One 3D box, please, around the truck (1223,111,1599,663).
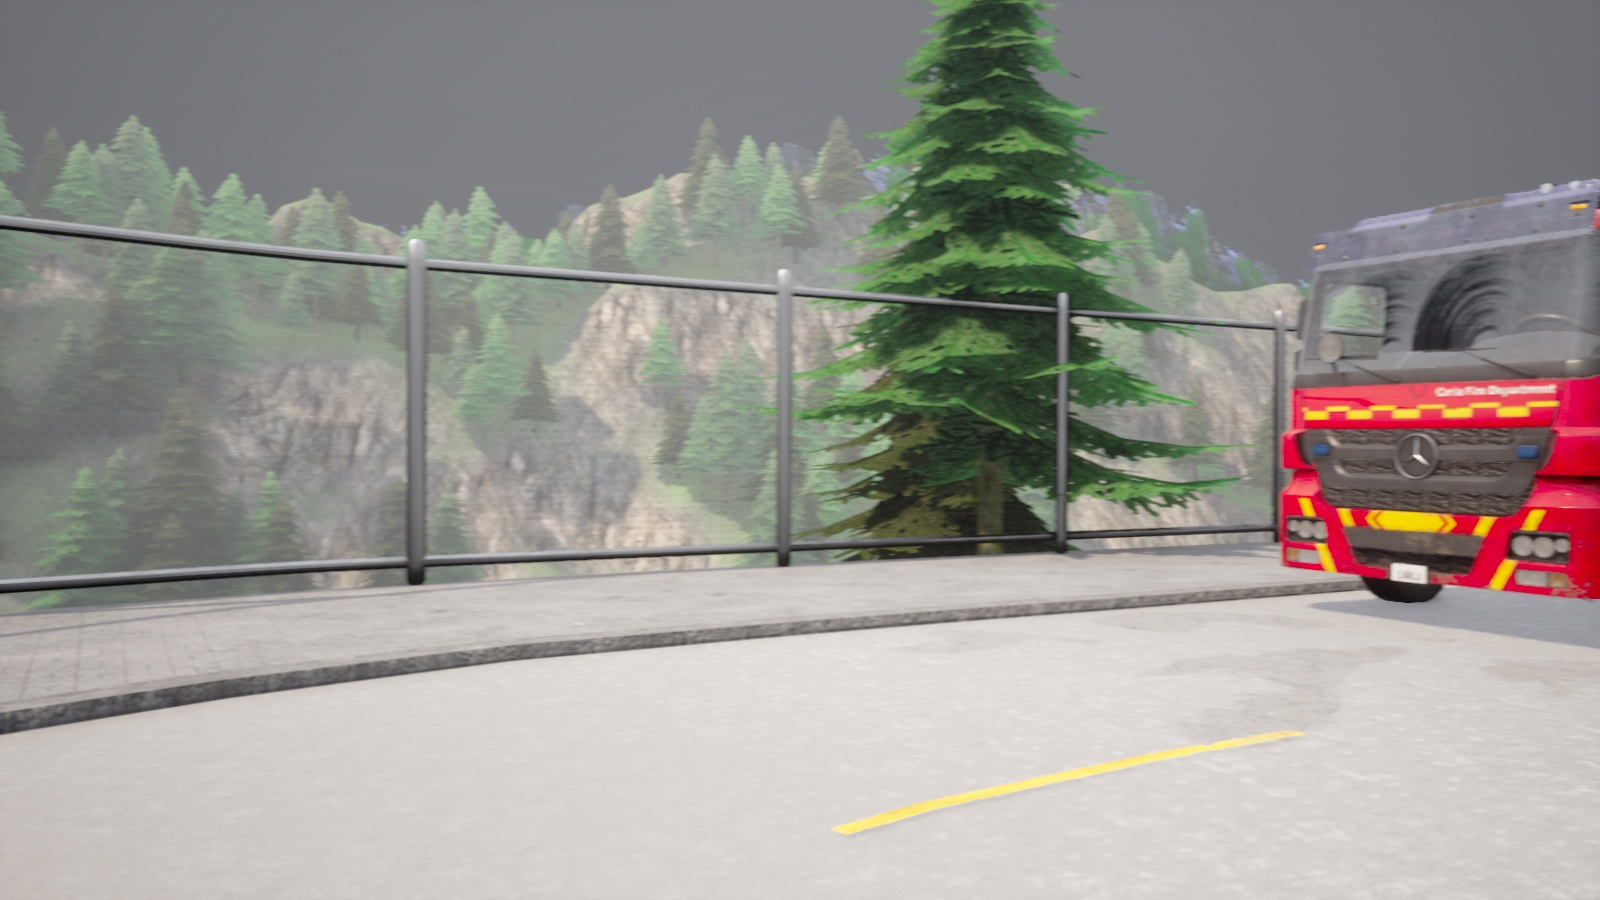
[{"bbox_3d":[8.191,-0.432,12.065,8.468,3.827,2.891,0,0,-30],"label":"truck"}]
